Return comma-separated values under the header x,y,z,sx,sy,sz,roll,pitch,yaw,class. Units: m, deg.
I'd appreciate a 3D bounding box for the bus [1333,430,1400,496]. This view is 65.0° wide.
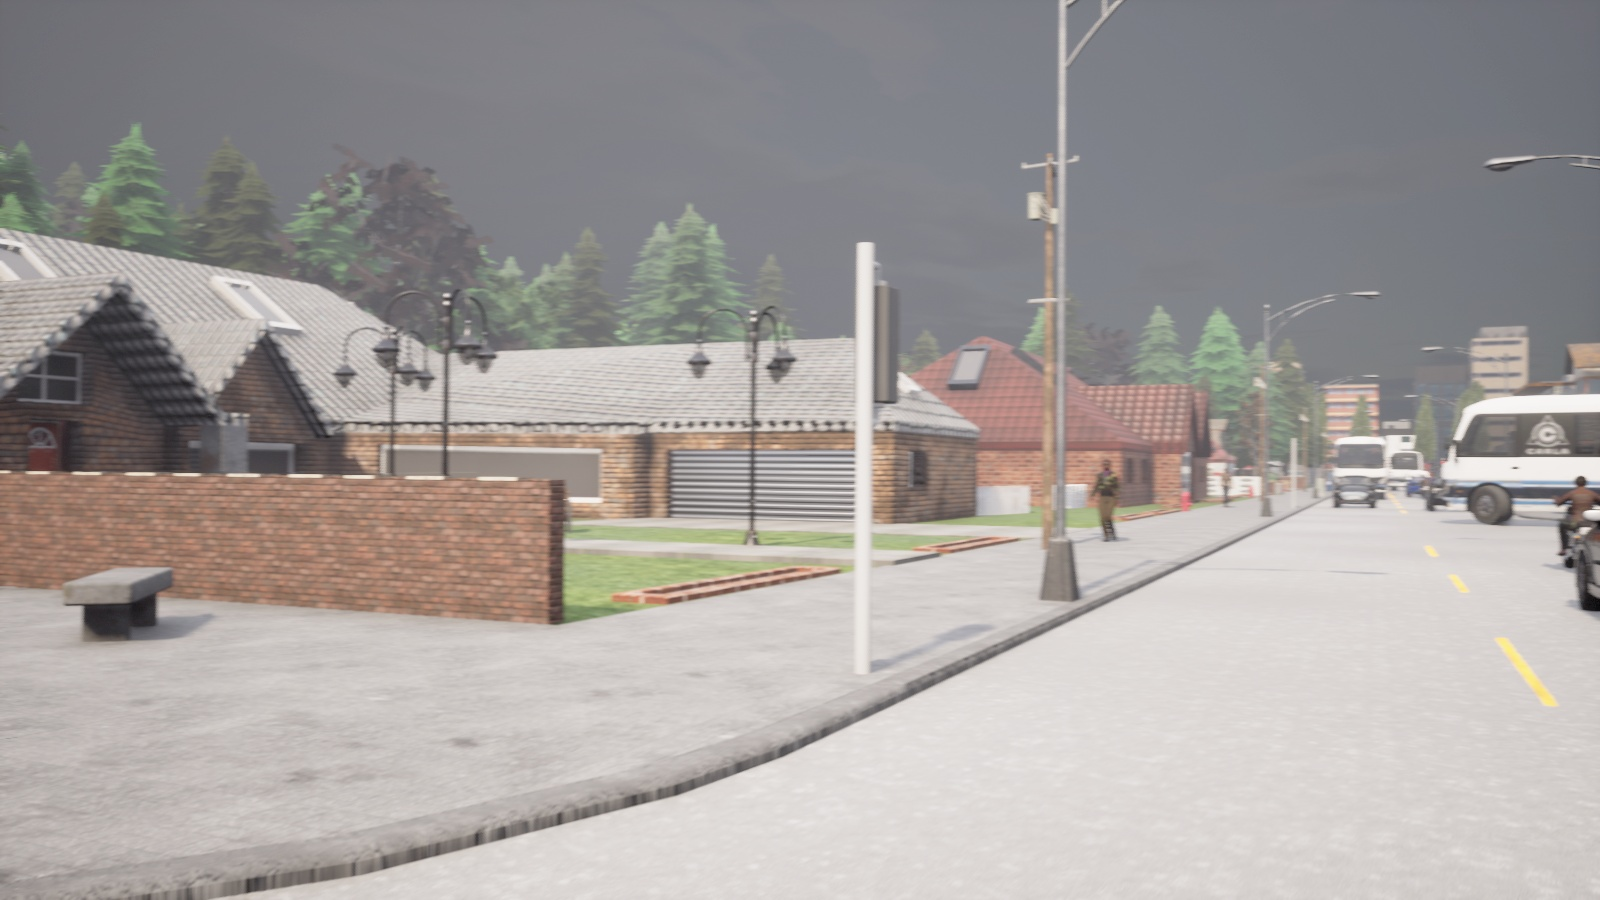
x,y,z,sx,sy,sz,roll,pitch,yaw,class
39.248,0.939,86.911,3.944,4.253,10.273,0,-1,25,bus

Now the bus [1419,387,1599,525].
x,y,z,sx,sy,sz,roll,pitch,yaw,class
25.827,0.137,40.186,10.273,4.253,3.944,-1,1,35,bus

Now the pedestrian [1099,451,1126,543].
x,y,z,sx,sy,sz,roll,pitch,yaw,class
6.649,0.983,26.739,0.395,1.930,0.692,0,-1,28,pedestrian

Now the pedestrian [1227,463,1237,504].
x,y,z,sx,sy,sz,roll,pitch,yaw,class
19.091,1.479,55.506,0.328,1.805,0.869,0,-1,23,pedestrian

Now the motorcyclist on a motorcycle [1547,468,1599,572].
x,y,z,sx,sy,sz,roll,pitch,yaw,class
13.083,1.129,20.929,0.766,1.649,2.350,0,-1,23,motorcyclist on a motorcycle

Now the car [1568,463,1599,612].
x,y,z,sx,sy,sz,roll,pitch,yaw,class
9.562,0.946,13.357,1.851,1.617,3.988,0,-1,24,car

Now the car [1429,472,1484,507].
x,y,z,sx,sy,sz,roll,pitch,yaw,class
29.986,1.756,57.456,2.007,1.525,4.514,0,-1,25,car

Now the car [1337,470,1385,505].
x,y,z,sx,sy,sz,roll,pitch,yaw,class
27.853,1.821,62.320,2.033,1.649,4.856,0,-1,26,car
